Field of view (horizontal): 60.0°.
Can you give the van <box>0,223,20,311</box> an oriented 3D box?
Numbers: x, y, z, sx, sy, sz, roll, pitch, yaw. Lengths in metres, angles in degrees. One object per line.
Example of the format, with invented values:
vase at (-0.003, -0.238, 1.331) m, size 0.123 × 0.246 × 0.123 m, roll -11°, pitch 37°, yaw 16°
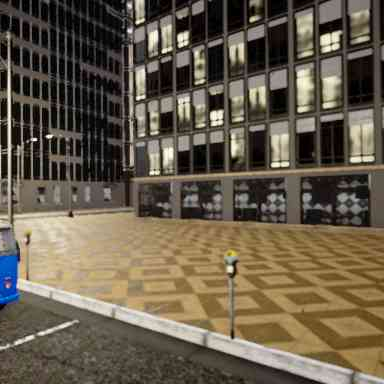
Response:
van at (-5.115, 1.422, 6.627) m, size 3.998 × 1.788 × 1.690 m, roll -1°, pitch -1°, yaw 35°
